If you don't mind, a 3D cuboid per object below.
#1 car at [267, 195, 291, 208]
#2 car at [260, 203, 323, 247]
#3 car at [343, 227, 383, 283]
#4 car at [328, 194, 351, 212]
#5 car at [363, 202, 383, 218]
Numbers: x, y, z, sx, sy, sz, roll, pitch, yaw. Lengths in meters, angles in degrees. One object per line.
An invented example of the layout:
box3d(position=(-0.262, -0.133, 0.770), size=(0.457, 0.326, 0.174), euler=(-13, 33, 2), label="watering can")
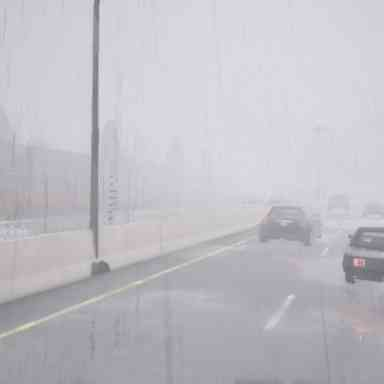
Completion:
box3d(position=(11.173, 1.125, 42.624), size=(1.882, 1.535, 5.008), euler=(1, 0, 28), label="car")
box3d(position=(4.748, 1.353, 15.486), size=(2.097, 1.767, 4.553), euler=(1, 0, 28), label="car")
box3d(position=(5.332, 1.624, 9.149), size=(1.895, 1.301, 4.718), euler=(1, 0, 28), label="car")
box3d(position=(17.442, 1.283, 39.294), size=(2.150, 2.045, 5.566), euler=(1, 0, 28), label="car")
box3d(position=(17.410, 1.626, 31.805), size=(2.033, 1.411, 5.357), euler=(1, 0, 28), label="car")
